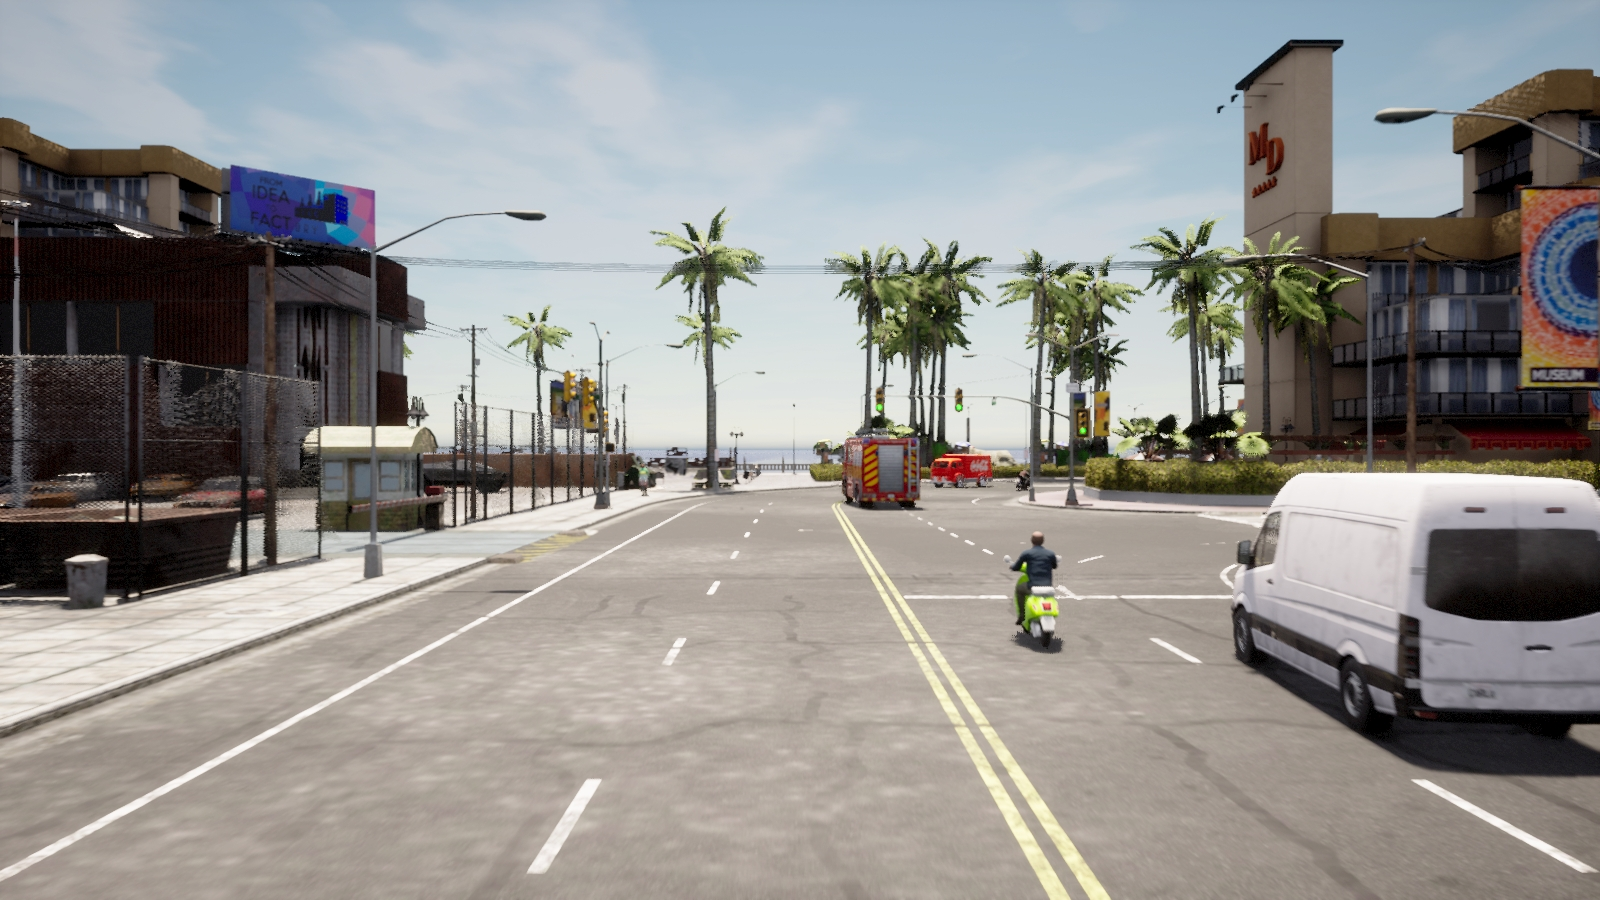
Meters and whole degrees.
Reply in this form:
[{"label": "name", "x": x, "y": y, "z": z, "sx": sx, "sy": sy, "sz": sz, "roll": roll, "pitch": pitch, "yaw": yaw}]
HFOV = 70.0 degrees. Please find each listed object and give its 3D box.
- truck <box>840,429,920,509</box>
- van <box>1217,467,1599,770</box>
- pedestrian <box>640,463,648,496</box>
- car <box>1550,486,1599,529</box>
[{"label": "truck", "x": 4.004, "y": 0.890, "z": 58.921, "sx": 2.891, "sy": 3.827, "sz": 8.468, "roll": 0, "pitch": 0, "yaw": -4}, {"label": "van", "x": 6.638, "y": 1.535, "z": 13.089, "sx": 1.988, "sy": 2.561, "sz": 5.915, "roll": 0, "pitch": 0, "yaw": 5}, {"label": "pedestrian", "x": -8.882, "y": 1.696, "z": 65.017, "sx": 0.375, "sy": 1.860, "sz": 0.375, "roll": 0, "pitch": 0, "yaw": 6}, {"label": "car", "x": 29.763, "y": 2.065, "z": 41.487, "sx": 3.806, "sy": 1.475, "sz": 1.970, "roll": 0, "pitch": 0, "yaw": 0}]
